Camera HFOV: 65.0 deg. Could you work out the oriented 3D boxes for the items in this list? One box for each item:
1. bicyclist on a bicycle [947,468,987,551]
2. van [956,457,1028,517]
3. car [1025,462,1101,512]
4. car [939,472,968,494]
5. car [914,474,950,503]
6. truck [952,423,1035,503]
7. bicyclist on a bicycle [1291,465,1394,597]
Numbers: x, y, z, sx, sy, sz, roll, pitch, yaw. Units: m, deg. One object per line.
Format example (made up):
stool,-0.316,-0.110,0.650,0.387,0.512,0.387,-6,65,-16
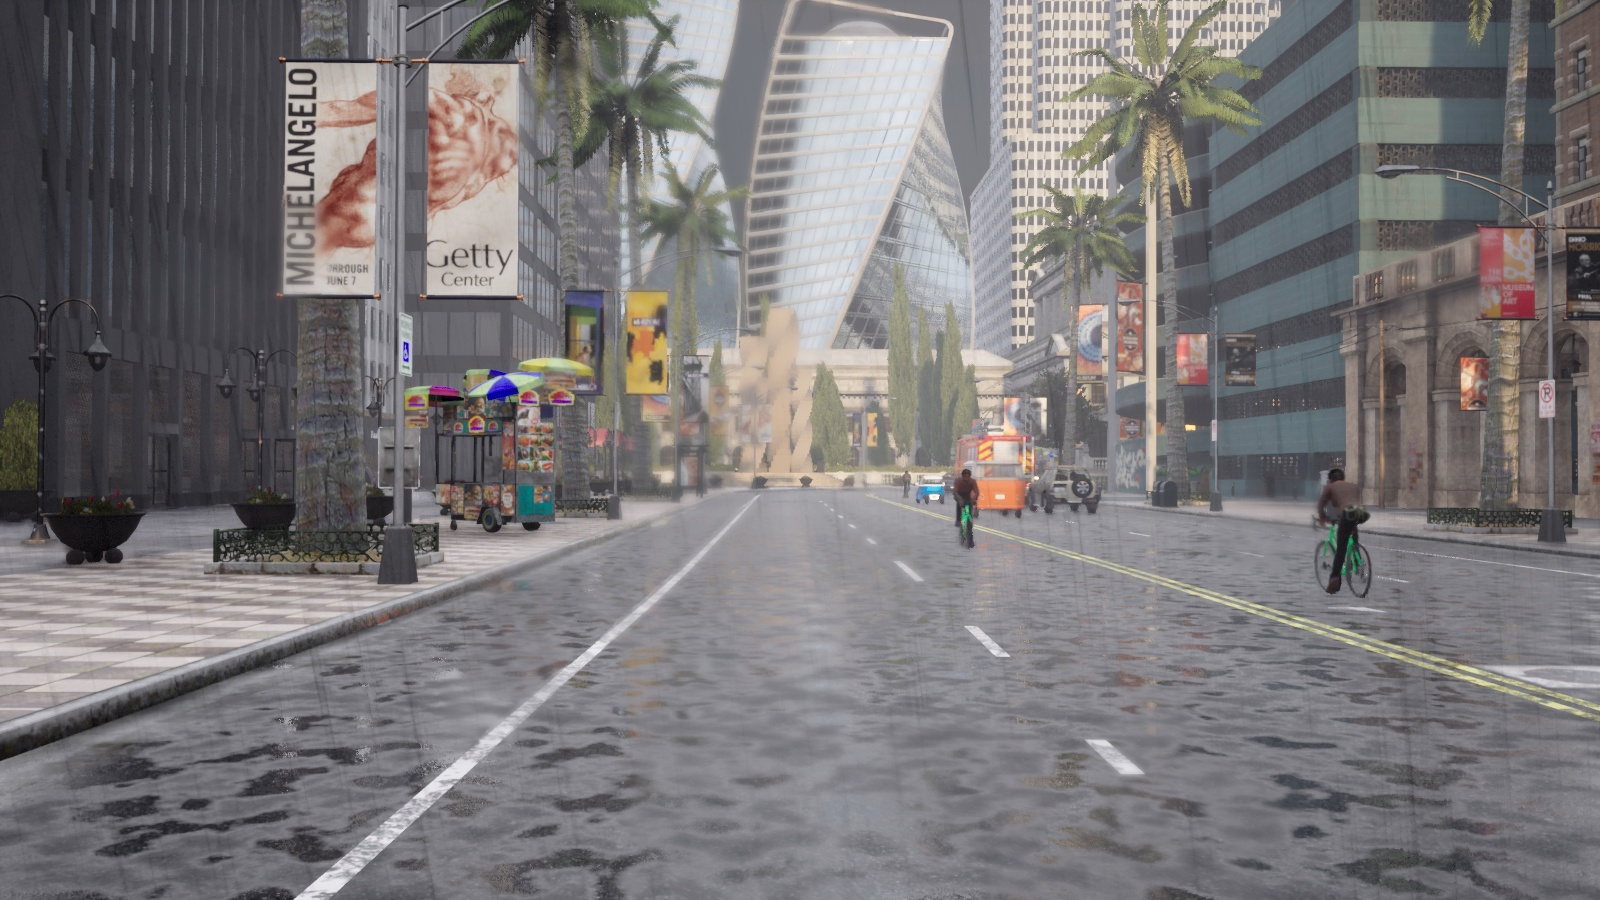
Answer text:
bicyclist on a bicycle,3.393,1.183,25.613,0.582,1.620,1.656,0,-1,-1
van,6.647,1.277,43.979,1.775,1.987,4.442,0,-1,-1
car,10.088,1.403,48.503,1.932,1.855,4.605,0,-1,-1
car,10.371,2.207,84.782,1.816,1.474,4.193,0,-1,9
car,6.419,1.869,61.197,1.481,1.376,2.207,0,-1,-1
truck,9.865,0.698,64.927,2.891,3.827,8.468,0,-1,-1
bicyclist on a bicycle,6.981,1.012,16.235,0.582,1.620,1.656,0,-1,0
